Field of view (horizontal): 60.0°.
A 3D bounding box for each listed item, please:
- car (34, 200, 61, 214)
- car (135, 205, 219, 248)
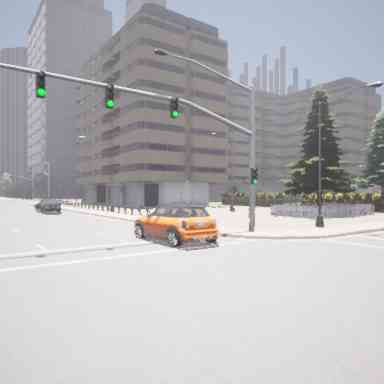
[{"bbox_3d":[-15.656,1.549,36.044,2.033,1.411,5.357,0,0,-35],"label":"car"},{"bbox_3d":[-0.857,1.351,15.139,2.097,1.767,4.553,0,0,-35],"label":"car"}]
